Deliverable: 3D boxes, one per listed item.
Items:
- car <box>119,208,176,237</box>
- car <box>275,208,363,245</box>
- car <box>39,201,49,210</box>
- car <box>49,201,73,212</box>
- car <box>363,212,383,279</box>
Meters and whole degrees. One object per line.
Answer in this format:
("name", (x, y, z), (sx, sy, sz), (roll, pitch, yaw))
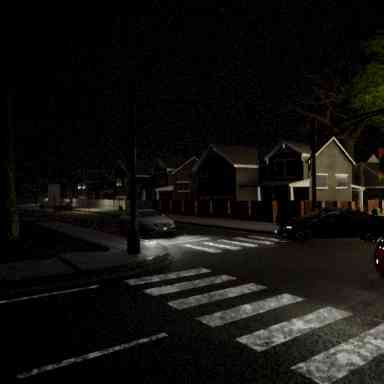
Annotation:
("car", (-2.798, 1.717, 19.744), (1.812, 1.442, 4.674), (-1, 0, -35))
("car", (6.314, 1.508, 15.221), (4.902, 1.511, 2.128), (-1, 0, 0))
("car", (-24.231, 2.185, 55.540), (1.994, 1.385, 4.181), (-1, 0, -35))
("car", (-18.257, 1.984, 47.009), (2.128, 1.511, 4.902), (-1, 0, -34))
("car", (7.010, 1.220, 8.623), (5.566, 2.045, 2.150), (0, 0, -35))
